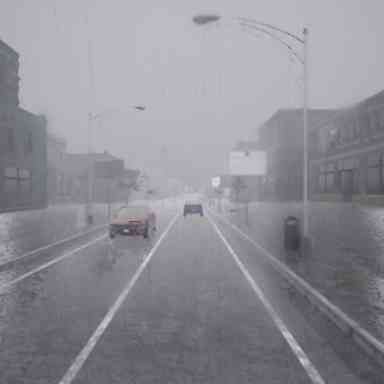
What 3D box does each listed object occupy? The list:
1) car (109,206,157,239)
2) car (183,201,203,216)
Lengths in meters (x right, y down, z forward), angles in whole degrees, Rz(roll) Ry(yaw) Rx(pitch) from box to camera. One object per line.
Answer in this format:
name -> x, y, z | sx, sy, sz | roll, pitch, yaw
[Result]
car -> -2.989, 1.491, 17.620 | 1.882, 1.535, 5.008 | 0, 0, 0
car -> 0.122, 1.626, 34.324 | 1.882, 1.535, 5.008 | 0, -1, 0
